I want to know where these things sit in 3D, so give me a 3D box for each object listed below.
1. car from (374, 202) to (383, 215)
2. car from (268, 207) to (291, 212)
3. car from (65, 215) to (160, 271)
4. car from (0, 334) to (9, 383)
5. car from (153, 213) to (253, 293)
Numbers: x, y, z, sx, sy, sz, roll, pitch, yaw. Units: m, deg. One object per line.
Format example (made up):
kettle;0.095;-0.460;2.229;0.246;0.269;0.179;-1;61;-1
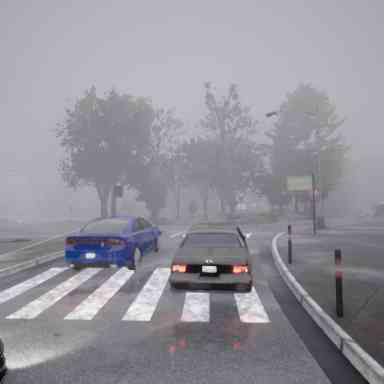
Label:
car;23.205;1.960;40.188;1.837;1.490;4.892;-1;-2;28
car;19.181;3.986;73.368;4.718;1.301;1.895;-4;-6;41
car;-2.347;1.506;11.120;1.882;1.535;5.008;-1;0;7
car;-3.068;1.567;1.998;1.994;1.385;4.181;0;0;1
car;0.610;1.541;8.972;2.033;1.411;5.357;-1;0;6
